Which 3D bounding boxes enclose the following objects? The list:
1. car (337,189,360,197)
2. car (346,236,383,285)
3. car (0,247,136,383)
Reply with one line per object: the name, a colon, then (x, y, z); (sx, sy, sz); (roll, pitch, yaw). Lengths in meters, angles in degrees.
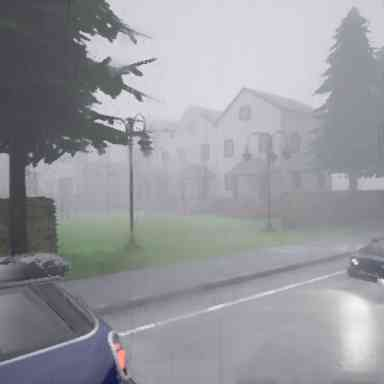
car: (37.027, 0.269, 78.898); (1.932, 1.855, 4.605); (-1, 0, -36)
car: (6.132, 1.435, 8.425); (5.357, 1.411, 2.033); (-1, 0, -36)
car: (-2.690, 1.377, 2.053); (4.553, 1.767, 2.097); (-1, 0, -36)
